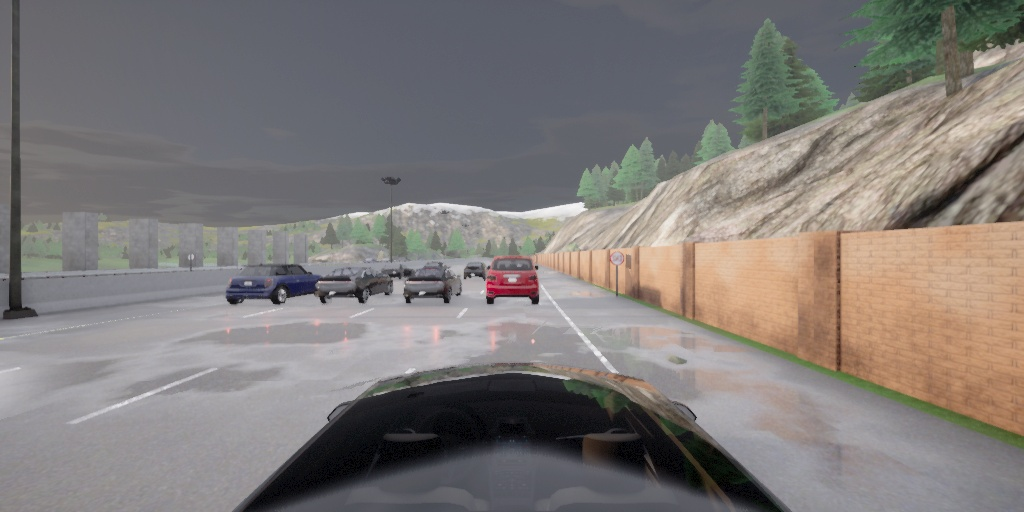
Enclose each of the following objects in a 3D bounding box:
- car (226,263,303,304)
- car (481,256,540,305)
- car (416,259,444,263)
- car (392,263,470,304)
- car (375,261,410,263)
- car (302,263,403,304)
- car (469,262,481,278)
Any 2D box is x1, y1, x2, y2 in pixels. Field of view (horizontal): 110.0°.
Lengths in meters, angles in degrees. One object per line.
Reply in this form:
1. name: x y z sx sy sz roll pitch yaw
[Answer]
1. car: -10.445 1.113 16.361 2.097 1.767 4.553 0 0 1
2. car: 0.054 1.005 16.266 2.150 2.045 5.566 0 0 1
3. car: -6.539 1.264 31.175 1.837 1.490 4.892 0 0 2
4. car: -3.446 1.242 16.288 2.128 1.511 4.902 0 0 1
5. car: -10.036 1.364 31.320 1.895 1.301 4.718 0 0 2
6. car: -6.945 1.242 16.339 2.128 1.511 4.902 0 0 1
7. car: -3.041 1.264 31.060 1.837 1.490 4.892 0 0 2
